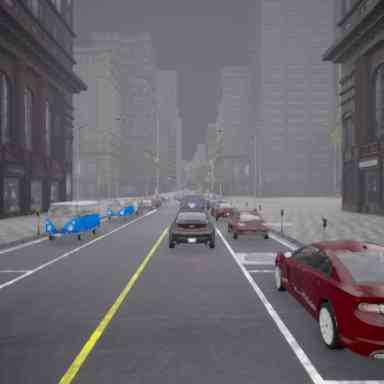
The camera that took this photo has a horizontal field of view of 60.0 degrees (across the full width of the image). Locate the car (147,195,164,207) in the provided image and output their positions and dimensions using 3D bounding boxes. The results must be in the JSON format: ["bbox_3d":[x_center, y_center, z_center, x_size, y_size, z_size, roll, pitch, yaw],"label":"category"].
[{"bbox_3d":[-5.761,1.333,48.195,2.192,1.841,5.009,0,0,0],"label":"car"}]

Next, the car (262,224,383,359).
[{"bbox_3d":[2.764,1.542,6.058,1.887,1.381,4.507,0,0,0],"label":"car"}]

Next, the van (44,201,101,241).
[{"bbox_3d":[-5.761,1.344,16.391,1.690,1.788,3.998,0,0,0],"label":"van"}]

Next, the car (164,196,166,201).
[{"bbox_3d":[-5.760,1.455,53.497,1.967,1.590,4.097,0,0,0],"label":"car"}]

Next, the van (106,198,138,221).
[{"bbox_3d":[-5.761,1.350,26.992,1.690,1.788,3.998,0,0,0],"label":"van"}]

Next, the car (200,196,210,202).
[{"bbox_3d":[2.767,1.546,72.820,1.947,1.339,4.313,0,0,0],"label":"car"}]

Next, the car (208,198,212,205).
[{"bbox_3d":[2.764,1.579,33.054,1.947,1.339,4.313,0,0,0],"label":"car"}]

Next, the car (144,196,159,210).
[{"bbox_3d":[-5.761,1.599,42.895,1.802,1.307,4.206,0,0,0],"label":"car"}]

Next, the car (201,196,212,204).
[{"bbox_3d":[2.766,1.564,65.455,1.947,1.339,4.313,0,0,0],"label":"car"}]

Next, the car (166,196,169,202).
[{"bbox_3d":[-7.497,1.383,66.901,4.403,1.369,2.008,-1,1,-9],"label":"car"}]

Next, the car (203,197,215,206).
[{"bbox_3d":[2.765,1.596,54.653,1.802,1.307,4.206,0,0,0],"label":"car"}]

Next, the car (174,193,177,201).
[{"bbox_3d":[-2.999,1.418,75.911,1.994,1.385,4.181,0,0,0],"label":"car"}]

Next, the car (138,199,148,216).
[{"bbox_3d":[-5.761,1.594,32.293,1.802,1.307,4.206,0,0,0],"label":"car"}]

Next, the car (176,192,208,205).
[{"bbox_3d":[0.000,1.269,29.681,2.150,2.045,5.566,0,0,0],"label":"car"}]

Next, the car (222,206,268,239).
[{"bbox_3d":[2.764,1.585,16.857,1.802,1.307,4.206,0,0,0],"label":"car"}]

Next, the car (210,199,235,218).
[{"bbox_3d":[2.764,1.554,27.655,1.887,1.381,4.507,0,0,0],"label":"car"}]

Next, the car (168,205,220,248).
[{"bbox_3d":[0.000,1.519,14.650,1.837,1.490,4.892,0,0,0],"label":"car"}]
